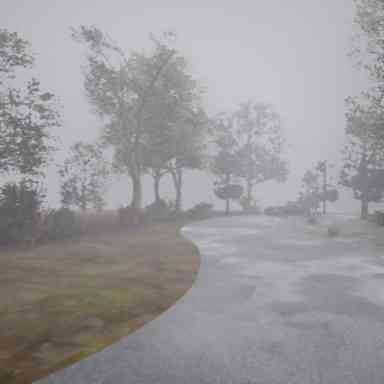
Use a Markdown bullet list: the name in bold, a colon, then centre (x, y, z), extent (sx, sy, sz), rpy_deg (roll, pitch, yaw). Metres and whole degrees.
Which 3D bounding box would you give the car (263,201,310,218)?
- **car**: centre (8.931, 1.584, 31.392), extent (5.008, 1.535, 1.882), rpy_deg (0, -1, -31)
